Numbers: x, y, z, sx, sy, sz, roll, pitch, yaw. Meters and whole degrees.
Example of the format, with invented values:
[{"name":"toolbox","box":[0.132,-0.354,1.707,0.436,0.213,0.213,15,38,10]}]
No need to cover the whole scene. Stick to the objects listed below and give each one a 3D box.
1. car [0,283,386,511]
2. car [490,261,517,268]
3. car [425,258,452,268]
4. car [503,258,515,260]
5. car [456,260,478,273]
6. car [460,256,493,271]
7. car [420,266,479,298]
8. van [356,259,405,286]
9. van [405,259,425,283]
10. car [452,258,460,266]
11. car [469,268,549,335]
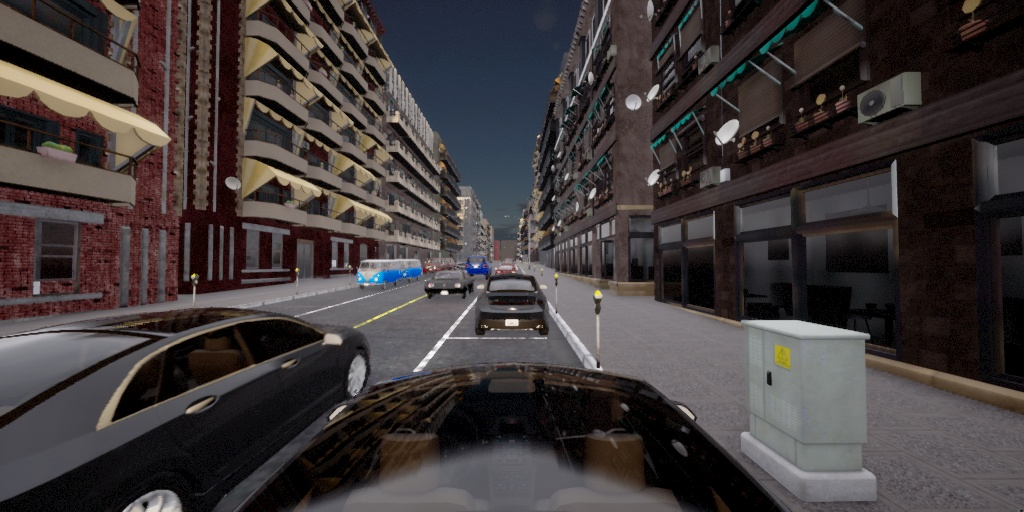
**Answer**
[{"name":"car","box":[-3.021,1.258,3.426,1.837,1.490,4.892,0,1,0]},{"name":"car","box":[-0.453,1.322,28.072,1.888,1.381,4.507,0,0,0]},{"name":"car","box":[-8.335,1.115,39.194,2.192,1.841,5.009,0,0,0]},{"name":"car","box":[-0.445,1.240,39.134,1.967,1.591,4.097,0,0,0]},{"name":"car","box":[-5.790,1.311,46.608,2.128,1.511,4.902,0,0,0]},{"name":"car","box":[-3.012,1.010,32.631,2.150,2.045,5.566,0,0,0]},{"name":"car","box":[-3.004,1.363,18.311,1.895,1.301,4.718,0,0,0]},{"name":"van","box":[-8.335,1.108,22.603,1.690,1.789,3.998,0,0,0]},{"name":"van","box":[-8.335,1.118,28.134,1.690,1.789,3.998,0,0,0]},{"name":"car","box":[-8.335,1.128,44.724,2.192,1.841,5.009,0,0,0]},{"name":"car","box":[0.000,1.259,10.503,1.837,1.490,4.892,0,0,0]}]
